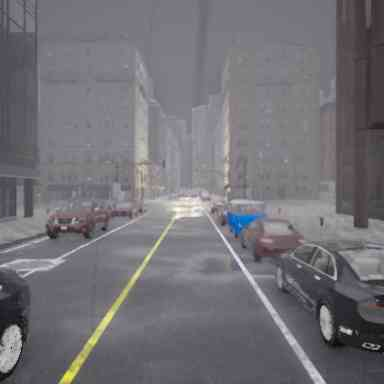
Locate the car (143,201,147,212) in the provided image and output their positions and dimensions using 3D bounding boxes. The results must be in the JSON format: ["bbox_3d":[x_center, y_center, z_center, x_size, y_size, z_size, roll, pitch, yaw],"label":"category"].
[{"bbox_3d":[-5.718,1.515,34.363,1.947,1.339,4.313,0,0,0],"label":"car"}]

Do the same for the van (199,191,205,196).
[{"bbox_3d":[3.191,1.124,77.108,1.690,1.788,3.998,0,0,1],"label":"van"}]

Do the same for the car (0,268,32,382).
[{"bbox_3d":[-3.096,1.503,2.632,1.837,1.490,4.892,0,0,0],"label":"car"}]

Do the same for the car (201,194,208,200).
[{"bbox_3d":[3.304,1.307,88.216,1.802,1.307,4.206,0,0,1],"label":"car"}]

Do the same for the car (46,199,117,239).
[{"bbox_3d":[-5.743,1.295,17.431,2.192,1.841,5.009,0,0,0],"label":"car"}]

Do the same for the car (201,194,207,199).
[{"bbox_3d":[3.361,1.269,93.766,1.802,1.307,4.206,0,1,1],"label":"car"}]

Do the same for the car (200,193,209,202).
[{"bbox_3d":[3.136,1.392,71.558,1.802,1.307,4.206,0,0,1],"label":"car"}]

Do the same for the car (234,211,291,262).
[{"bbox_3d":[2.775,1.570,11.771,1.802,1.307,4.206,0,0,0],"label":"car"}]

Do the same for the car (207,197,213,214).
[{"bbox_3d":[2.808,1.531,34.349,1.802,1.307,4.206,0,0,0],"label":"car"}]

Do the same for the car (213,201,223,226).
[{"bbox_3d":[2.791,1.411,23.060,1.967,1.590,4.097,0,0,0],"label":"car"}]

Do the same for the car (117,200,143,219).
[{"bbox_3d":[-5.726,1.505,28.719,1.887,1.381,4.507,0,0,0],"label":"car"}]

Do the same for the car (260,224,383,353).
[{"bbox_3d":[2.767,1.545,6.127,2.008,1.369,4.403,0,0,0],"label":"car"}]

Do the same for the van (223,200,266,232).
[{"bbox_3d":[2.782,1.321,17.415,1.690,1.788,3.998,0,0,0],"label":"van"}]

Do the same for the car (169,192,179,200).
[{"bbox_3d":[-5.222,1.306,88.305,1.802,1.307,4.206,0,0,1],"label":"car"}]
